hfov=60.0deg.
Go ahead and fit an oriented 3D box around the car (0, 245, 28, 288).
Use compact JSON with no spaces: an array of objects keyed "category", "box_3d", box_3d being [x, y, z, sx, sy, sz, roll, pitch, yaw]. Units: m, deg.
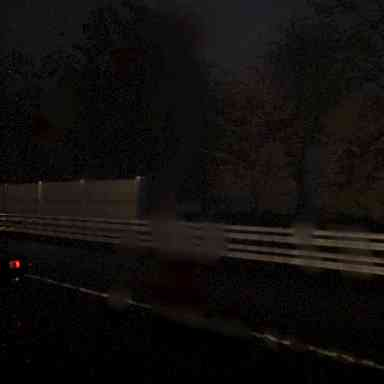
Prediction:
[{"category":"car","box_3d":[-6.153,1.679,8.249,4.718,1.301,1.895,-1,0,36]}]
